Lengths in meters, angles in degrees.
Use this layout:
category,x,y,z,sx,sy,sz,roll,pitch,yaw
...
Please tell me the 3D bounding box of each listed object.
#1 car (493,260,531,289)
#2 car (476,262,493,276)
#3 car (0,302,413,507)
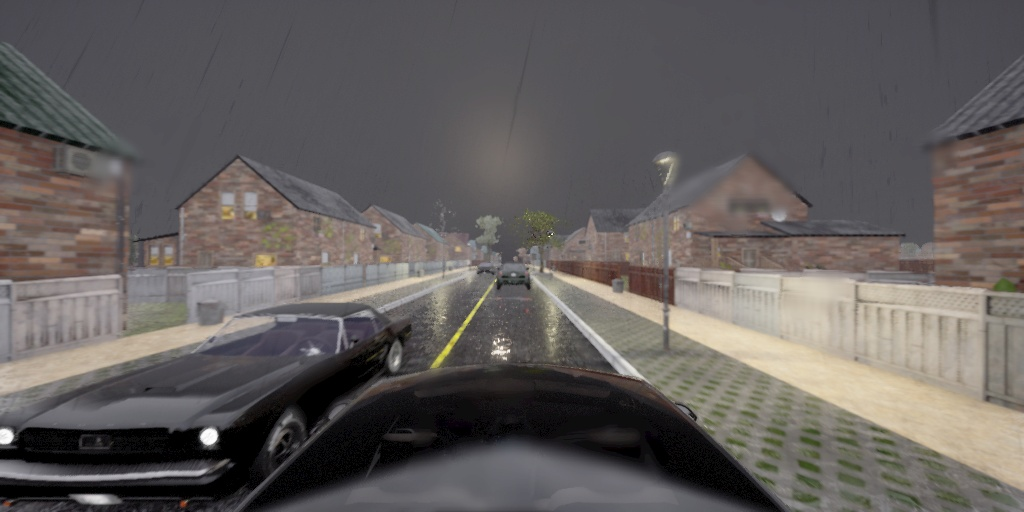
category,x,y,z,sx,sy,sz,roll,pitch,yaw
car,0.097,1.140,23.388,2.097,1.767,4.553,0,0,0
car,-2.855,1.417,40.021,2.033,1.411,5.357,0,0,0
car,-2.842,1.352,4.655,1.895,1.301,4.718,0,0,0
